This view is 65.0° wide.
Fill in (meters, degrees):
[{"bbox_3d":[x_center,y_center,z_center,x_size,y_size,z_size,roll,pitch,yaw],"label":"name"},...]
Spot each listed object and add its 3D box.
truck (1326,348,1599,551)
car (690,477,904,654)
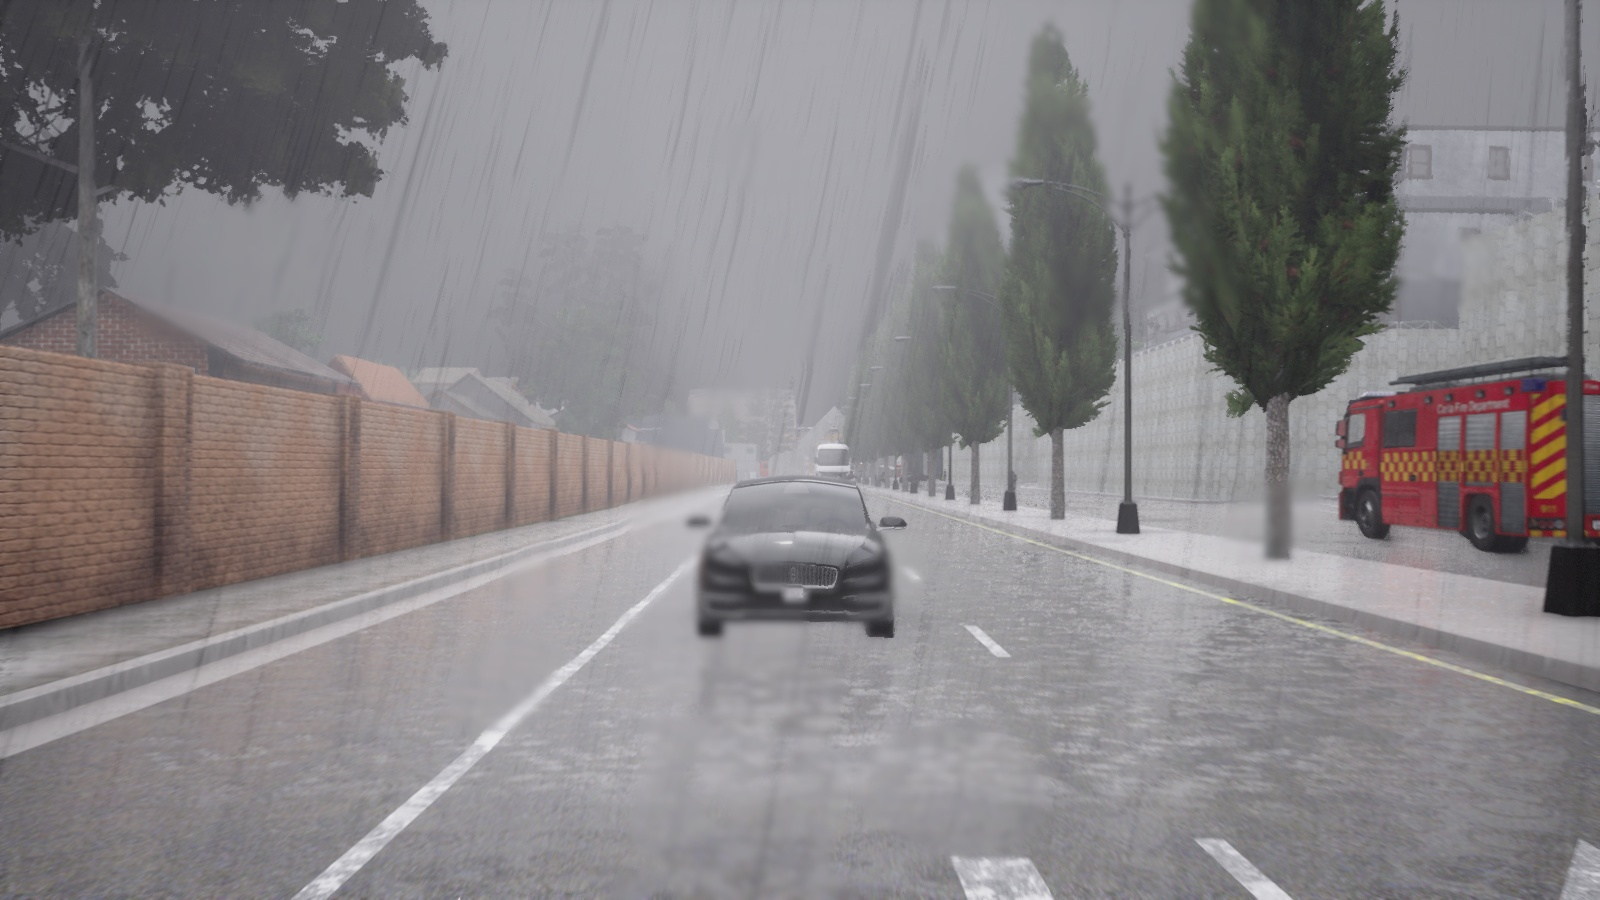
[{"bbox_3d":[14.927,0.057,27.892,2.891,3.827,8.468,0,-1,0],"label":"truck"},{"bbox_3d":[-0.032,1.042,13.253,1.837,1.490,4.892,0,-1,0],"label":"car"}]
